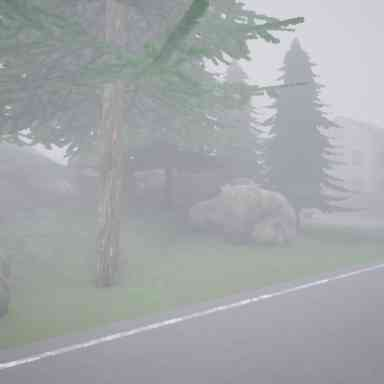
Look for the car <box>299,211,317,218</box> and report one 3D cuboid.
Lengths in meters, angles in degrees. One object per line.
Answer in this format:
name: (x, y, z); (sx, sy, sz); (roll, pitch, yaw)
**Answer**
car: (8.085, 1.204, 29.205); (2.150, 2.045, 5.566); (0, 0, -35)
